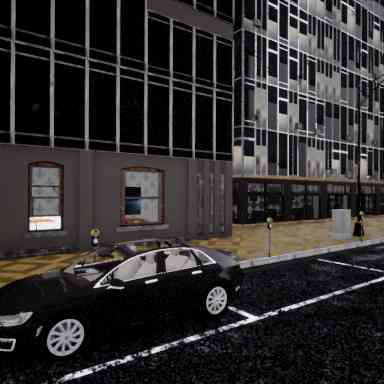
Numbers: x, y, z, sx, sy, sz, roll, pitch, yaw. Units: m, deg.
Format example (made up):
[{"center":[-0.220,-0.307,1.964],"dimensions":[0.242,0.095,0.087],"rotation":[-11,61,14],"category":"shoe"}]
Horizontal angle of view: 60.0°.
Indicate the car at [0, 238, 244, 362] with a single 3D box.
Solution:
[{"center":[-1.045,1.551,5.806],"dimensions":[4.403,1.369,2.008],"rotation":[0,0,-35],"category":"car"}]
